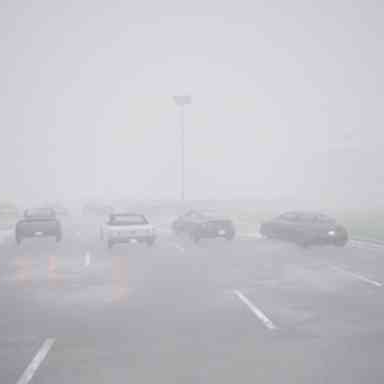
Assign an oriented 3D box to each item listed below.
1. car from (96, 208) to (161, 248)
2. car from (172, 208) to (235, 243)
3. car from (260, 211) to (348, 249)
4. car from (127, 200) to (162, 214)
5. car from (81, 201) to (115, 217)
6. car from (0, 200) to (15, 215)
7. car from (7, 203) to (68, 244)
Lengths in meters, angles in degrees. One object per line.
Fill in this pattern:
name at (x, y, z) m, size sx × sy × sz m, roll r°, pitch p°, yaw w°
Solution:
car at (-3.035, 1.600, 14.932) m, size 1.895 × 1.301 × 4.718 m, roll 0°, pitch 0°, yaw -20°
car at (0.467, 1.501, 15.988) m, size 1.812 × 1.442 × 4.674 m, roll 0°, pitch 0°, yaw -20°
car at (4.666, 1.515, 14.433) m, size 1.994 × 1.385 × 4.181 m, roll 0°, pitch 0°, yaw -17°
car at (-4.633, 1.513, 31.845) m, size 1.812 × 1.442 × 4.674 m, roll 0°, pitch 0°, yaw -38°
car at (-8.929, 1.541, 31.640) m, size 1.812 × 1.442 × 4.674 m, roll 0°, pitch 0°, yaw -39°
car at (-17.906, 1.550, 31.501) m, size 1.882 × 1.535 × 5.008 m, roll 0°, pitch 0°, yaw -39°
car at (-7.394, 1.517, 16.153) m, size 2.128 × 1.511 × 4.902 m, roll 0°, pitch 0°, yaw -23°
